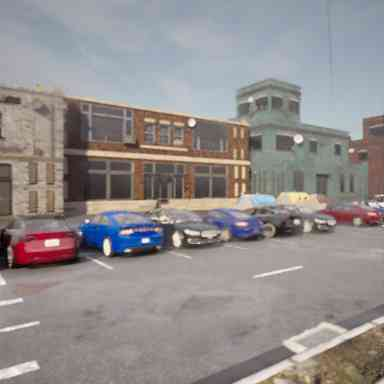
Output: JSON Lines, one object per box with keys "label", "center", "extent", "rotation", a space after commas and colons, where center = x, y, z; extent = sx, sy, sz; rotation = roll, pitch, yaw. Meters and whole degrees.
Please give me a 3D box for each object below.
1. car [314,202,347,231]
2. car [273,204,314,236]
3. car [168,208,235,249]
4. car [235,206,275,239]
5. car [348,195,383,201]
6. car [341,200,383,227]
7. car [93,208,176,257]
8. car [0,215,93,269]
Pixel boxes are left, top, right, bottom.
{"label": "car", "center": [5.978, 1.457, 19.479], "extent": [2.231, 1.521, 4.892], "rotation": [0, 0, -35]}
{"label": "car", "center": [3.700, 1.489, 17.886], "extent": [2.163, 1.488, 4.792], "rotation": [0, 0, -35]}
{"label": "car", "center": [-0.714, 1.468, 14.718], "extent": [2.231, 1.521, 4.892], "rotation": [0, 0, -35]}
{"label": "car", "center": [1.454, 1.503, 16.250], "extent": [2.002, 1.452, 4.674], "rotation": [0, 0, -35]}
{"label": "car", "center": [12.830, 1.328, 24.384], "extent": [2.185, 1.767, 4.553], "rotation": [0, 0, -35]}
{"label": "car", "center": [10.511, 1.494, 22.692], "extent": [2.002, 1.452, 4.674], "rotation": [0, 0, -35]}
{"label": "car", "center": [-2.972, 1.472, 13.098], "extent": [2.097, 1.535, 5.008], "rotation": [0, 0, -35]}
{"label": "car", "center": [-5.359, 1.508, 11.443], "extent": [2.163, 1.488, 4.792], "rotation": [0, 0, -35]}
